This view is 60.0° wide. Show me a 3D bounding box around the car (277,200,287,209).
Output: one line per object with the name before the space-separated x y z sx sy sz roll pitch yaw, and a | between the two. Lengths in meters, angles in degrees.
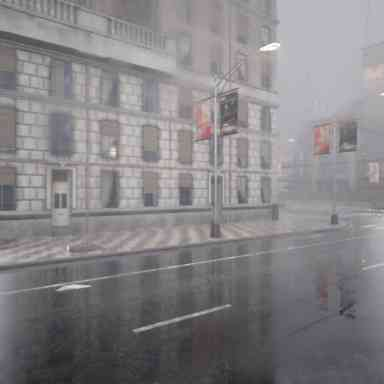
car | 10.497 1.521 44.831 1.812 1.442 4.674 0 0 -36
